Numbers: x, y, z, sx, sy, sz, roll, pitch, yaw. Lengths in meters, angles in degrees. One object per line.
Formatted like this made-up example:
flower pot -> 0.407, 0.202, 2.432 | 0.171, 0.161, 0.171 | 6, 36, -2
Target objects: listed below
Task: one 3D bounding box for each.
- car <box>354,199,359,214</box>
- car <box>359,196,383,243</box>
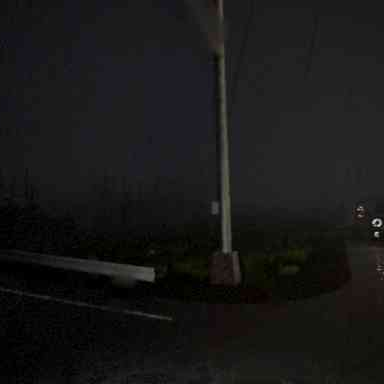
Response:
car -> 12.579, 1.101, 23.361 | 2.097, 1.767, 4.553 | -2, 0, 23
car -> 8.737, 1.169, 14.470 | 2.097, 1.767, 4.553 | -2, 0, 23
